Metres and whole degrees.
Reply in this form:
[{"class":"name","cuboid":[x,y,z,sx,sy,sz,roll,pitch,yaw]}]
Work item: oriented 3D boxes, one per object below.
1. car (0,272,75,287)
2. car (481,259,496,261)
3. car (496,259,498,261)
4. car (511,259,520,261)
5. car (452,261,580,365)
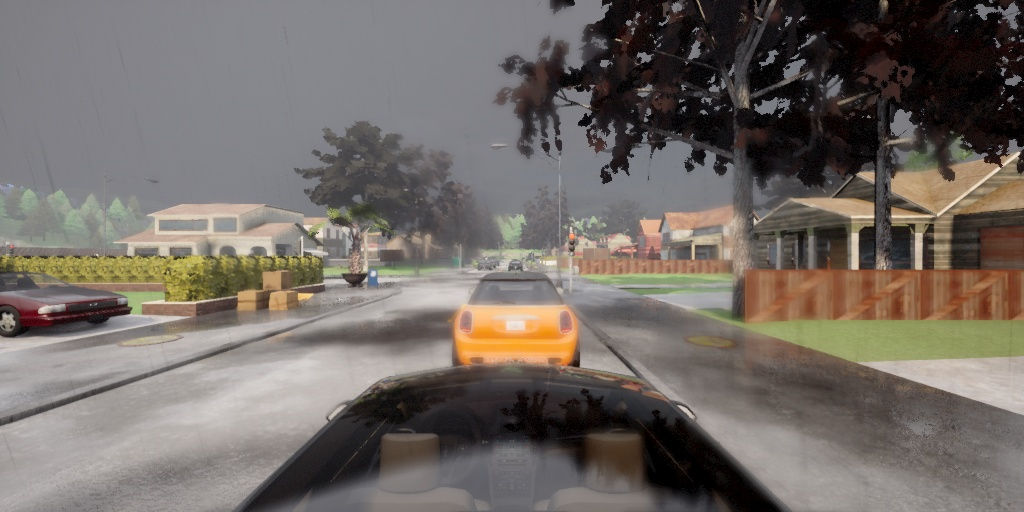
[{"class":"car","cuboid":[-35.251,1.314,26.615,4.181,1.385,1.994,0,0,1]},{"class":"car","cuboid":[-3.692,1.255,49.920,1.837,1.490,4.892,0,0,1]},{"class":"car","cuboid":[-3.600,1.241,59.260,2.128,1.511,4.902,0,0,1]},{"class":"car","cuboid":[0.491,1.275,48.549,1.812,1.442,4.674,0,0,1]},{"class":"car","cuboid":[0.096,1.102,7.713,2.097,1.767,4.553,0,0,1]}]
